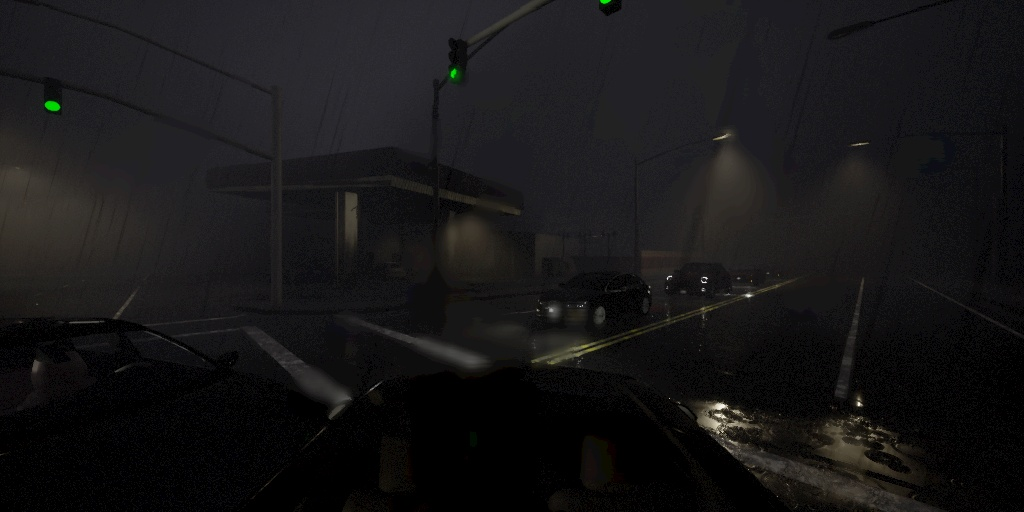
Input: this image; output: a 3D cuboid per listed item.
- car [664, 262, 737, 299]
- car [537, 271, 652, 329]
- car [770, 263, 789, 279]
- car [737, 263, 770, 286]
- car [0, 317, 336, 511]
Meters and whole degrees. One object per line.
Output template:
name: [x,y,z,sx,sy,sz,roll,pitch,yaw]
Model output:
car: [9.610,1.102,18.397,2.097,1.767,4.553,0,0,45]
car: [2.812,1.255,11.510,1.837,1.490,4.892,0,0,44]
car: [23.586,1.314,32.446,4.181,1.385,1.994,0,0,-45]
car: [16.495,1.314,25.349,1.994,1.385,4.181,0,0,44]
car: [-3.435,1.242,2.455,4.902,1.511,2.128,0,0,15]
